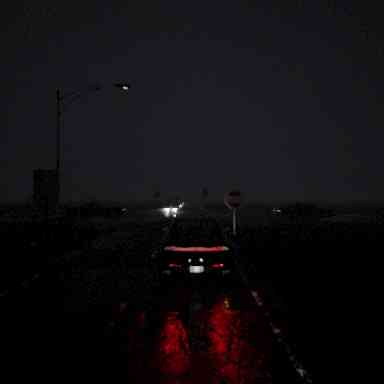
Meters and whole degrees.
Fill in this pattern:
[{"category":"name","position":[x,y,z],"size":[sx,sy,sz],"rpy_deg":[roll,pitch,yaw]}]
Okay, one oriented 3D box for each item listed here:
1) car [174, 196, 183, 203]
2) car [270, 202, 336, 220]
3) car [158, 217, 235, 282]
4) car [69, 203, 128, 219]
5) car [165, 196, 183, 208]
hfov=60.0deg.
[{"category":"car","position":[-2.824,1.555,71.844],"size":[1.812,1.442,4.674],"rpy_deg":[0,0,0]},{"category":"car","position":[9.484,1.604,28.651],"size":[5.357,1.411,2.033],"rpy_deg":[0,0,-10]},{"category":"car","position":[0.104,1.490,9.762],"size":[2.128,1.511,4.902],"rpy_deg":[0,0,0]},{"category":"car","position":[-7.980,1.591,28.712],"size":[4.718,1.301,1.895],"rpy_deg":[0,1,0]},{"category":"car","position":[-2.876,1.503,49.537],"size":[2.128,1.511,4.902],"rpy_deg":[0,0,1]}]
